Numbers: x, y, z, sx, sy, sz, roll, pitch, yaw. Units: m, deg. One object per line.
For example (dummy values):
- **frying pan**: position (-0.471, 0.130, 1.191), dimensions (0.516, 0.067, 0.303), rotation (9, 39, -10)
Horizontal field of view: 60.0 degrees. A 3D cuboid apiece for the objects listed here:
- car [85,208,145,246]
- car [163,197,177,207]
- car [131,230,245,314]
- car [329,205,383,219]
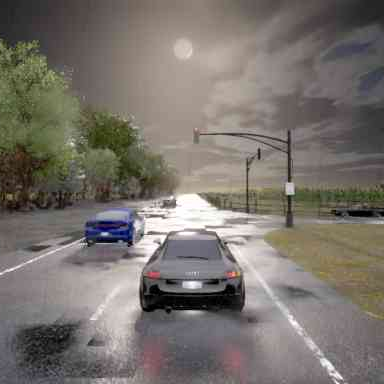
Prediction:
- **car**: position (-3.379, 1.482, 15.358), dimensions (1.882, 1.535, 5.008), rotation (0, 0, 0)
- **car**: position (-3.331, 1.498, 50.698), dimensions (2.128, 1.511, 4.902), rotation (0, 0, 0)
- **car**: position (0.011, 1.566, 7.725), dimensions (1.994, 1.385, 4.181), rotation (0, 0, 0)
- **car**: position (15.516, 1.829, 31.179), dimensions (4.718, 1.301, 1.895), rotation (1, -1, 2)
